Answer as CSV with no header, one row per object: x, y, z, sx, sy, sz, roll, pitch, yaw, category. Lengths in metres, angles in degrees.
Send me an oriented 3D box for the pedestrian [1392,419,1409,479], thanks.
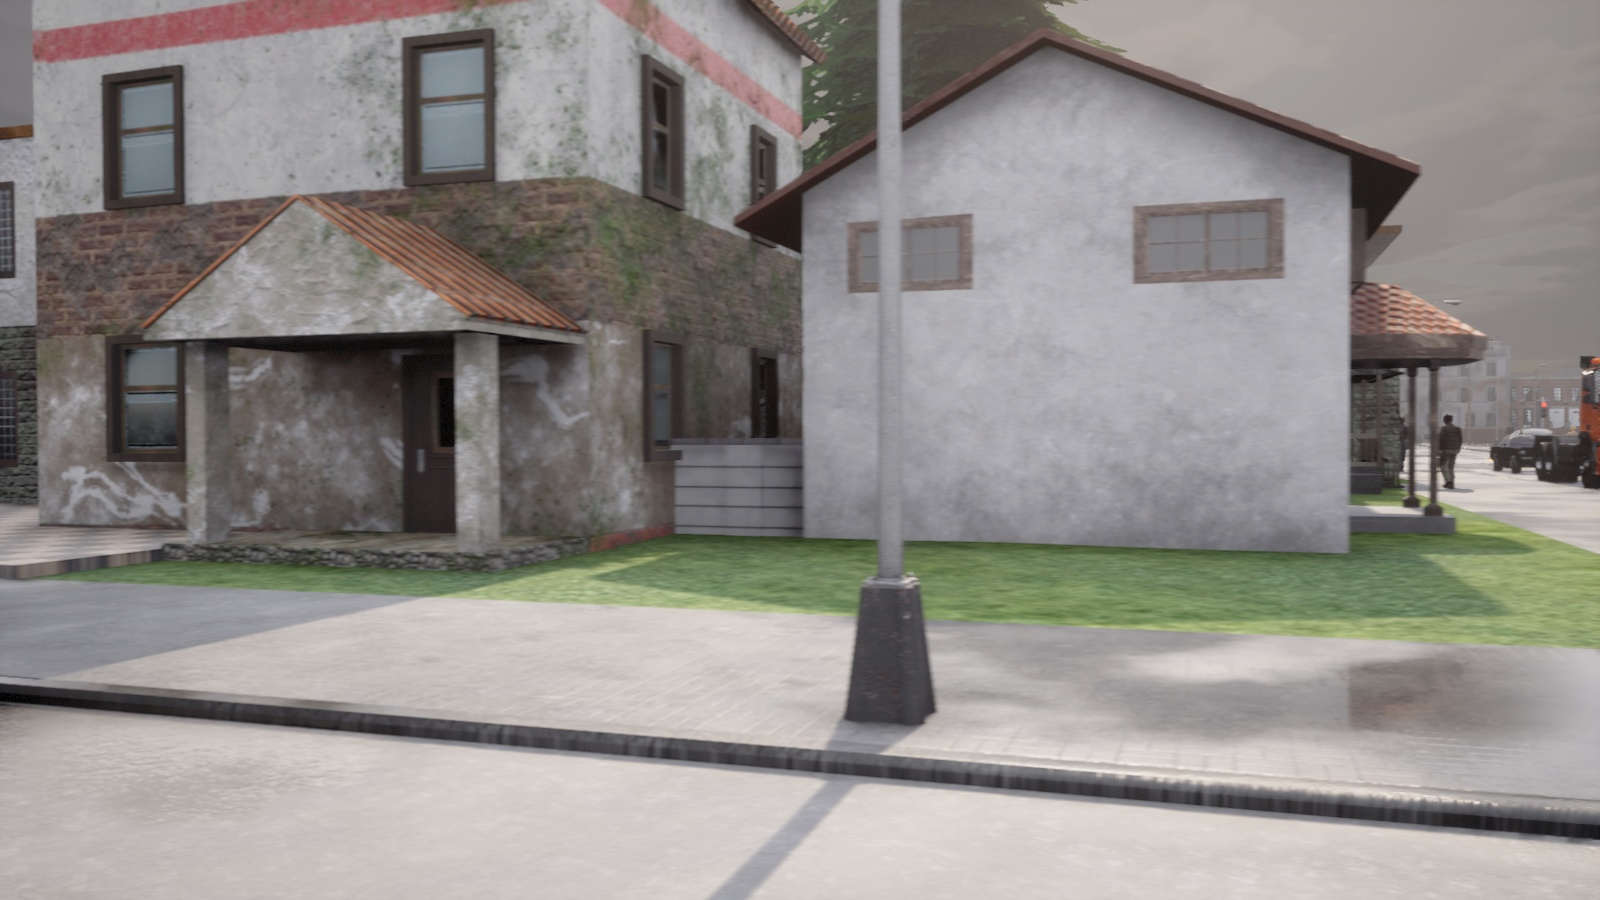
19.590,-0.047,40.960,0.402,1.930,0.666,1,1,19,pedestrian

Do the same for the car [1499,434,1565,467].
35.316,-0.009,60.726,1.837,1.490,4.892,1,1,19,car

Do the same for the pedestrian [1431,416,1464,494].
15.438,0.114,29.953,0.431,1.840,0.703,0,1,2,pedestrian

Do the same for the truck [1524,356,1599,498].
22.116,-0.619,33.926,2.891,3.462,7.936,1,1,19,truck

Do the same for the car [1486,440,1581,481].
25.325,0.324,43.510,1.895,1.301,4.718,1,1,19,car
